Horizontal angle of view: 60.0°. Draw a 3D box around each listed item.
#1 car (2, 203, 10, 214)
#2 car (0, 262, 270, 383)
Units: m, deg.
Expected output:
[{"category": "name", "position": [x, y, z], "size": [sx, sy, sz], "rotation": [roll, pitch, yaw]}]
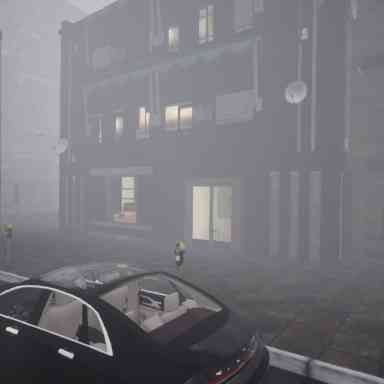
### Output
[{"category": "car", "position": [-21.549, 1.623, 34.887], "size": [2.008, 1.369, 4.403], "rotation": [1, 0, 36]}, {"category": "car", "position": [-1.306, 1.550, 3.943], "size": [4.403, 1.369, 2.008], "rotation": [0, 1, 35]}]
